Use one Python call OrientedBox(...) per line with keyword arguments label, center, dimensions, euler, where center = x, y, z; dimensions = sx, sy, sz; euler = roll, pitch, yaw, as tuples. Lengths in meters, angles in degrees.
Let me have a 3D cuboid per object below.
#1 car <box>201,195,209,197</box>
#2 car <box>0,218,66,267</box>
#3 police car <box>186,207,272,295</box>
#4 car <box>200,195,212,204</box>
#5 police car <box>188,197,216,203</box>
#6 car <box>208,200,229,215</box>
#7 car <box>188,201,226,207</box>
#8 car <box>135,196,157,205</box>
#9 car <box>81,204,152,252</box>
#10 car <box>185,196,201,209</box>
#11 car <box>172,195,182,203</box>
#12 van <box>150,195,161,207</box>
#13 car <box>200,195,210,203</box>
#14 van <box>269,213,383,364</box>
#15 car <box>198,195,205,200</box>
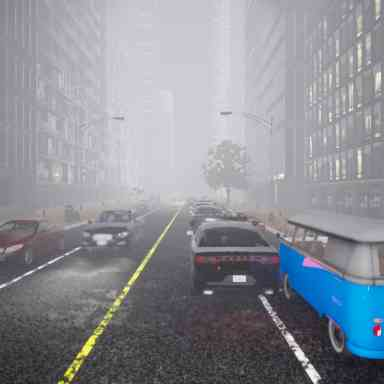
OrientedBox(label="car", center=(2.628, 1.544, 45.555), dimensions=(2.008, 1.369, 4.403), euler=(0, 0, 0))
OrientedBox(label="car", center=(-5.706, 1.582, 11.392), dimensions=(1.802, 1.307, 4.206), euler=(0, 0, 0))
OrientedBox(label="police car", center=(0.888, 1.425, 8.835), dimensions=(1.930, 1.638, 5.238), euler=(0, 0, 0))
OrientedBox(label="car", center=(2.605, 1.410, 62.633), dimensions=(1.967, 1.590, 4.097), euler=(0, 0, 0))
OrientedBox(label="police car", center=(0.866, 1.425, 24.835), dimensions=(1.930, 1.638, 5.238), euler=(0, 0, 0))
OrientedBox(label="car", center=(2.643, 1.581, 34.171), dimensions=(1.802, 1.307, 4.206), euler=(0, 0, 0))
OrientedBox(label="car", center=(0.874, 1.478, 18.725), dimensions=(1.882, 1.535, 5.008), euler=(0, 0, 0))
OrientedBox(label="car", center=(-5.745, 1.548, 39.855), dimensions=(2.008, 1.369, 4.403), euler=(0, 0, 0))
OrientedBox(label="car", center=(-3.120, 1.491, 13.960), dimensions=(2.128, 1.511, 4.902), euler=(0, 0, 0))
OrientedBox(label="car", center=(-0.052, 1.594, 45.802), dimensions=(1.895, 1.301, 4.718), euler=(0, 0, 0))
OrientedBox(label="car", center=(-3.096, 1.452, 69.106), dimensions=(2.128, 1.511, 4.902), euler=(0, 0, 0))
OrientedBox(label="van", center=(-5.760, 1.328, 51.240), dimensions=(1.690, 1.788, 3.998), euler=(0, 0, 0))
OrientedBox(label="car", center=(2.597, 1.401, 68.325), dimensions=(1.967, 1.590, 4.097), euler=(0, 0, 0))
OrientedBox(label="van", center=(2.683, 1.341, 5.709), dimensions=(1.690, 1.788, 3.998), euler=(0, 0, 0))
OrientedBox(label="car", center=(2.566, 1.463, 91.095), dimensions=(1.887, 1.381, 4.507), euler=(0, 0, 0))
